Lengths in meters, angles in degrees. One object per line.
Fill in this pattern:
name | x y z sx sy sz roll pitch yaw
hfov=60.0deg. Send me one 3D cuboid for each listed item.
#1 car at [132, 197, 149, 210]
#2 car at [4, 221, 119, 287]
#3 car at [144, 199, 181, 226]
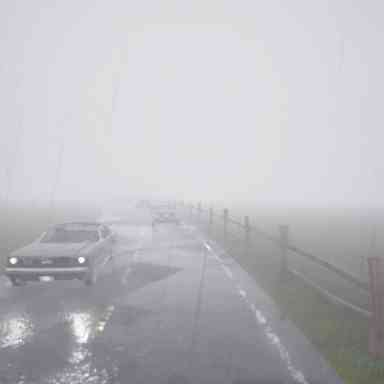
car | -5.995 1.315 39.818 1.837 1.490 4.892 0 1 -16
car | -3.325 1.562 9.400 1.895 1.301 4.718 0 0 -5
car | -1.922 1.460 22.401 2.033 1.411 5.357 0 0 -10
